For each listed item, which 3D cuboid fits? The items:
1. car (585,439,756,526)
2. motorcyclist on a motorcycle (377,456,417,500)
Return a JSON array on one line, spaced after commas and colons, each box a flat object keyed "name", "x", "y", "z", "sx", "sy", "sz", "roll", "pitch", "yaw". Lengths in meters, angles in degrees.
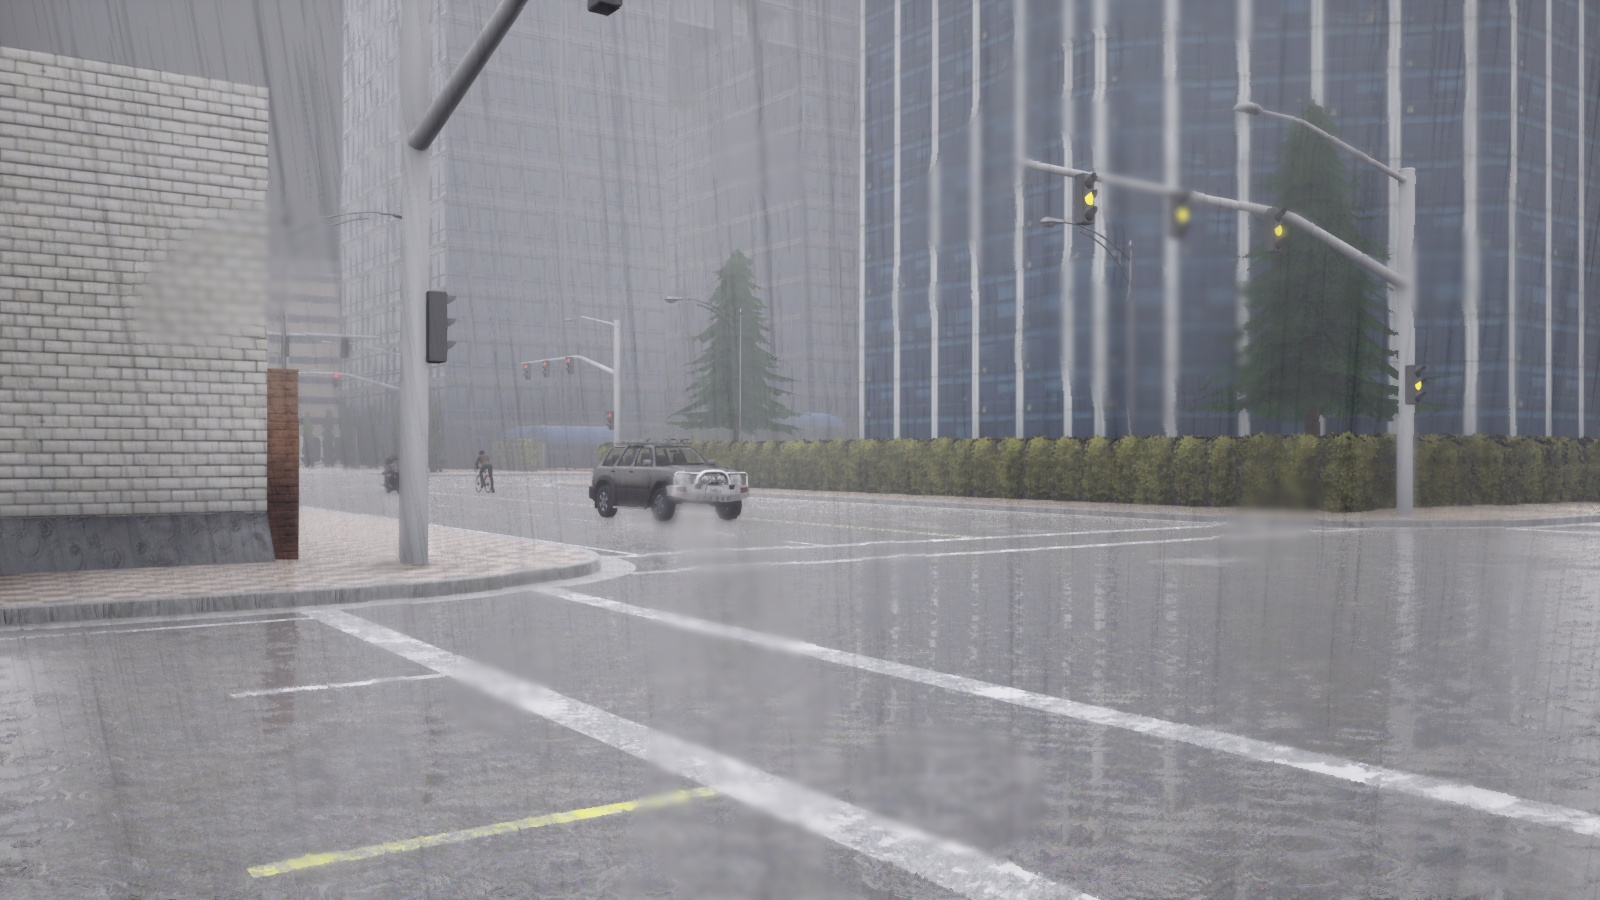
[{"name": "car", "x": -3.097, "y": 0.695, "z": 29.092, "sx": 1.932, "sy": 1.855, "sz": 4.605, "roll": 0, "pitch": 0, "yaw": -35}, {"name": "motorcyclist on a motorcycle", "x": -14.537, "y": 0.977, "z": 45.304, "sx": 0.866, "sy": 1.530, "sz": 2.191, "roll": -1, "pitch": 0, "yaw": -31}]
